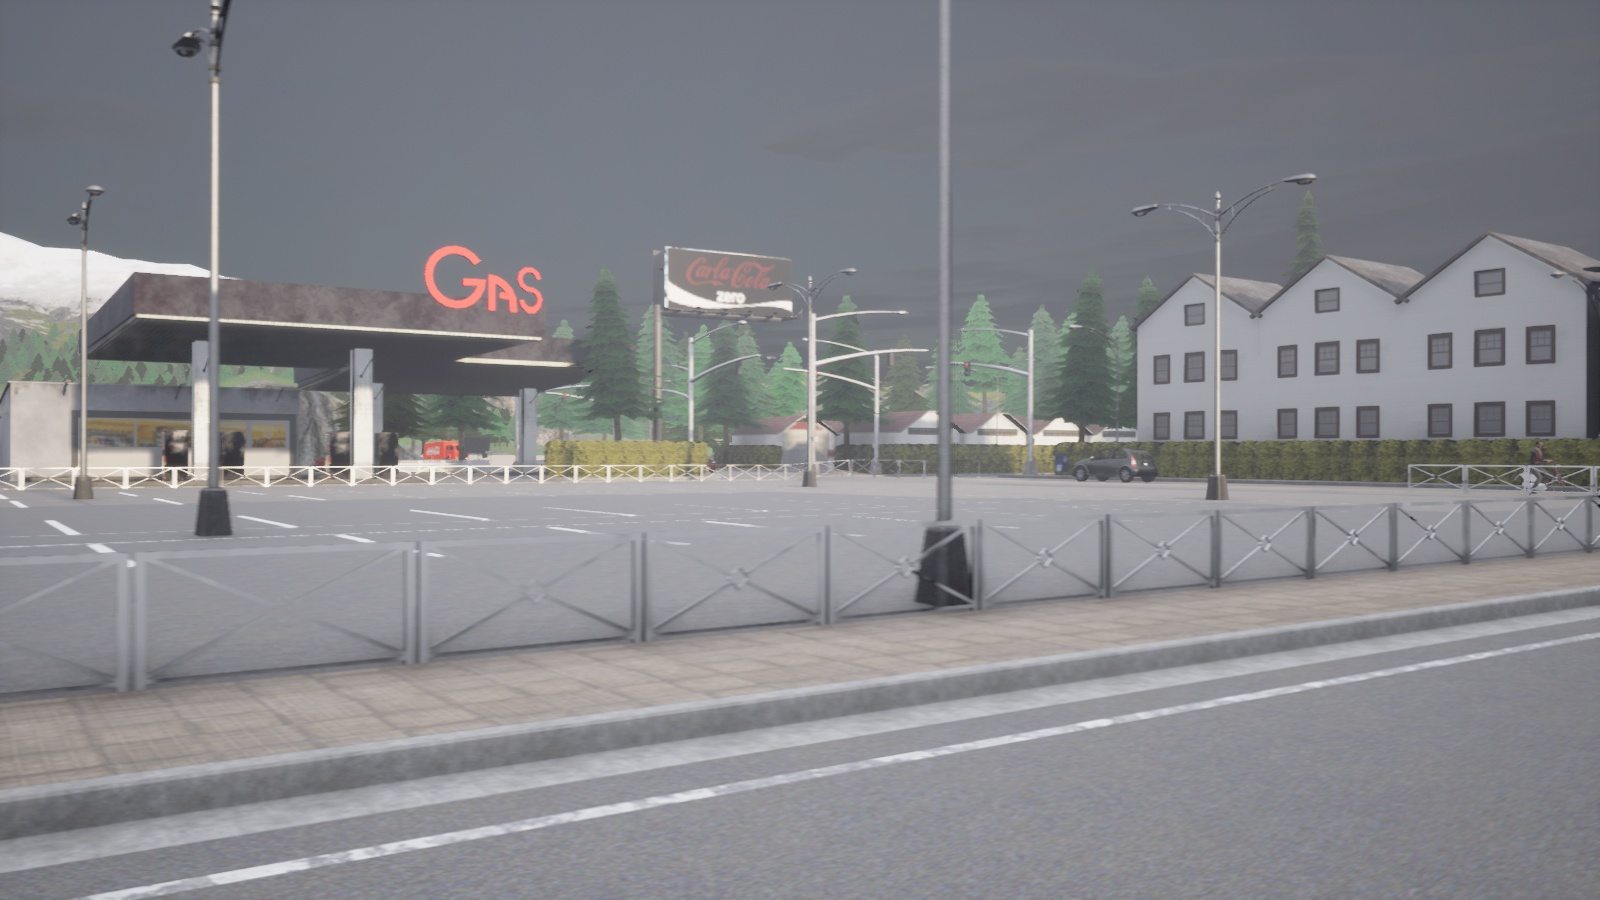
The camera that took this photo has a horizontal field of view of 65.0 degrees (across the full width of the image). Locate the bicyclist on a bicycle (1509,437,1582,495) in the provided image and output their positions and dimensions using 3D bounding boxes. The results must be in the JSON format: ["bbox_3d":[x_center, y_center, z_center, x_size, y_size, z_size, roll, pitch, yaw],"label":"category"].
[{"bbox_3d":[23.344,0.486,39.350,0.659,1.776,1.843,0,0,-35],"label":"bicyclist on a bicycle"}]

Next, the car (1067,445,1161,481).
[{"bbox_3d":[14.520,0.579,58.245,1.851,1.617,3.988,0,0,-35],"label":"car"}]
